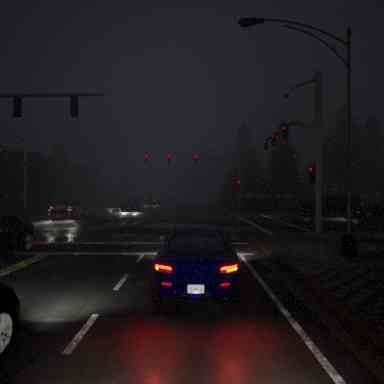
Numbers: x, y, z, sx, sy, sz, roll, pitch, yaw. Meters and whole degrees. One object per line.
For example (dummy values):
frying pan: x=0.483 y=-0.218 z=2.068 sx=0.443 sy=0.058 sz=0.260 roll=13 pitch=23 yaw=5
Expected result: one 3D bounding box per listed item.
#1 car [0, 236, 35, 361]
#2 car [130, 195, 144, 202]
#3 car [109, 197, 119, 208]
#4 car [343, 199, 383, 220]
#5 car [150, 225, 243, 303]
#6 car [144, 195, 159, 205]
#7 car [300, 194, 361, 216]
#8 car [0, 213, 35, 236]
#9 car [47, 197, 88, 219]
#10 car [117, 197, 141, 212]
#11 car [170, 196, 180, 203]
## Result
car: x=-3.442 y=1.505 z=2.966 sx=1.837 sy=1.490 sz=4.892 roll=0 pitch=0 yaw=0
car: x=-10.573 y=1.246 z=63.870 sx=1.895 sy=1.301 sz=4.718 roll=0 pitch=0 yaw=0
car: x=-10.646 y=1.523 z=48.087 sx=1.812 sy=1.442 sz=4.674 roll=0 pitch=0 yaw=0
car: x=15.885 y=1.546 z=27.619 sx=5.357 sy=1.411 sz=2.033 roll=0 pitch=0 yaw=0
car: x=0.131 y=1.525 z=8.100 sx=1.812 sy=1.442 sz=4.674 roll=0 pitch=0 yaw=2
car: x=-7.118 y=1.348 z=58.484 sx=2.097 sy=1.767 sz=4.553 roll=0 pitch=0 yaw=0
car: x=13.063 y=1.220 z=31.118 sx=5.566 sy=2.045 sz=2.150 roll=0 pitch=0 yaw=0
car: x=-7.112 y=1.504 z=11.274 sx=1.837 sy=1.490 sz=4.892 roll=0 pitch=0 yaw=0
car: x=-10.633 y=1.350 z=28.685 sx=2.097 sy=1.767 sz=4.553 roll=0 pitch=0 yaw=0
car: x=-6.993 y=1.562 z=38.362 sx=1.994 sy=1.385 sz=4.181 roll=0 pitch=0 yaw=-3
car: x=-3.479 y=1.474 z=69.609 sx=1.882 sy=1.535 sz=5.008 roll=0 pitch=0 yaw=0
